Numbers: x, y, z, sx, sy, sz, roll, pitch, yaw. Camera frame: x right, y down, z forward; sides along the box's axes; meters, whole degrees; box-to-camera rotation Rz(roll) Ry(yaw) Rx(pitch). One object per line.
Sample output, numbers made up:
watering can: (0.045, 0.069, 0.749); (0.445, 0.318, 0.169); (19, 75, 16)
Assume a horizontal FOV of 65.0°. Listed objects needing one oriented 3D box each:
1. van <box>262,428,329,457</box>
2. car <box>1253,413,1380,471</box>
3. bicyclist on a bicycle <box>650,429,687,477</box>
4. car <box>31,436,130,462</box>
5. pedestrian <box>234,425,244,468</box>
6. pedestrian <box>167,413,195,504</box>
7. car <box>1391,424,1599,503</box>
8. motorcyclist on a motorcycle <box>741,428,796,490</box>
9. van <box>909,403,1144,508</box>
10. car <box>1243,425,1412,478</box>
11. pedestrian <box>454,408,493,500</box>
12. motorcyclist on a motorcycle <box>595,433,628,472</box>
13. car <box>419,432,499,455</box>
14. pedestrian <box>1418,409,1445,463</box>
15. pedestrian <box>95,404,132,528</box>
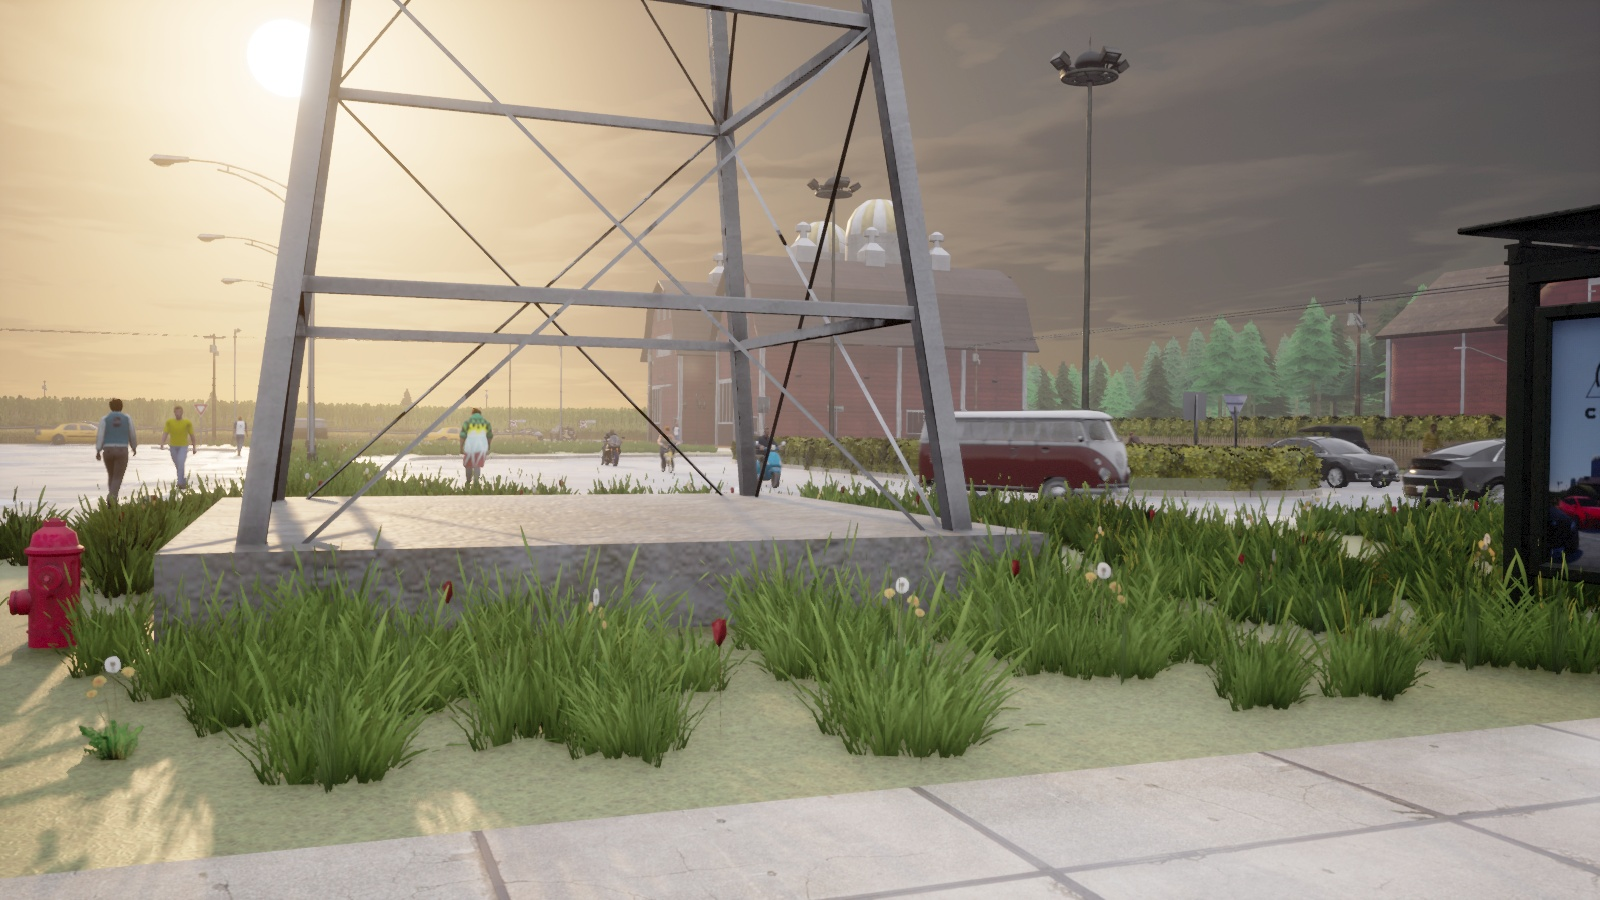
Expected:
van: (-36.150, -0.524, 90.069); (4.442, 1.987, 1.775); (-1, 1, -21)
car: (17.645, -0.297, 43.076); (1.905, 1.878, 3.866); (-1, 1, -21)
bicyclist on a bicycle: (-4.470, 0.090, 42.618); (0.866, 1.612, 1.509); (-1, 1, -21)
car: (-47.010, -0.092, 82.162); (5.366, 1.575, 1.801); (-1, 1, -21)
pedestrian: (-24.111, -0.164, 53.957); (0.354, 1.836, 0.706); (-1, 1, -23)
pedestrian: (-12.809, 0.169, 25.995); (0.354, 1.836, 0.706); (-1, 1, -15)
car: (14.729, 0.229, 25.499); (4.892, 1.490, 1.837); (-1, 1, -14)
motorcyclist on a motorcycle: (-0.857, 0.218, 33.388); (0.866, 1.590, 1.817); (-1, 1, -22)
van: (4.604, 0.080, 25.901); (4.442, 1.987, 1.775); (0, 1, 39)
car: (15.845, 0.013, 38.028); (1.837, 1.490, 4.892); (-1, 1, -21)
pedestrian: (-7.067, 0.085, 27.149); (0.659, 1.952, 0.873); (-1, 1, -23)
motorcyclist on a motorcycle: (-7.575, 0.095, 50.407); (0.866, 1.530, 2.191); (-1, 1, -20)
car: (-24.641, -0.475, 90.767); (5.366, 1.575, 1.801); (-1, 1, -21)
pedestrian: (21.782, -0.487, 43.325); (0.431, 1.840, 0.709); (-1, 1, -23)
pedestrian: (-10.908, 0.246, 19.960); (0.396, 1.930, 0.692); (-1, 1, -21)
